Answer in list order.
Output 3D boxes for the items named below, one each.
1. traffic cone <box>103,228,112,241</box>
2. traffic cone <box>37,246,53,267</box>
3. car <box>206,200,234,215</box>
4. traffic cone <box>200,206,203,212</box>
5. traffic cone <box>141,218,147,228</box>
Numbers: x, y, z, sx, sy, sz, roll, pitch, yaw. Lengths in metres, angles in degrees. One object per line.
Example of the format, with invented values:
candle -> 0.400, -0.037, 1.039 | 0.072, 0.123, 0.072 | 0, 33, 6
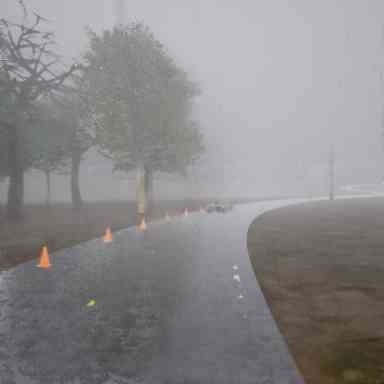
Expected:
traffic cone -> -3.806, 1.911, 15.108 | 0.340, 0.580, 0.340 | 0, 0, 8
traffic cone -> -4.432, 1.926, 10.022 | 0.340, 0.580, 0.340 | 0, 0, 6
car -> 2.798, 1.467, 32.980 | 1.895, 1.301, 4.718 | 1, 1, 18
traffic cone -> 1.021, 1.784, 35.001 | 0.340, 0.580, 0.340 | 1, 1, 19
traffic cone -> -2.944, 1.888, 20.160 | 0.340, 0.580, 0.340 | 1, 0, 11
